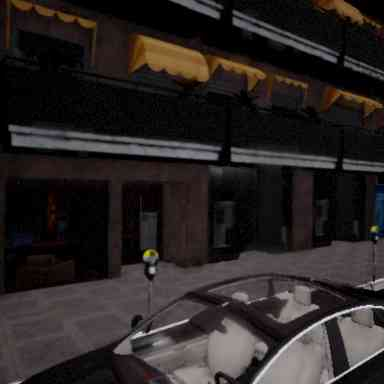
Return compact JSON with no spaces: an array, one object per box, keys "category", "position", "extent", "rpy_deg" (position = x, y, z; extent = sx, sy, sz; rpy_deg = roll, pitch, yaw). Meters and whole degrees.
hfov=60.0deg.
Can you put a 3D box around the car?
[{"category":"car","position":[0.512,1.517,2.817],"extent":[4.403,1.369,2.008],"rpy_deg":[0,1,-34]}]
